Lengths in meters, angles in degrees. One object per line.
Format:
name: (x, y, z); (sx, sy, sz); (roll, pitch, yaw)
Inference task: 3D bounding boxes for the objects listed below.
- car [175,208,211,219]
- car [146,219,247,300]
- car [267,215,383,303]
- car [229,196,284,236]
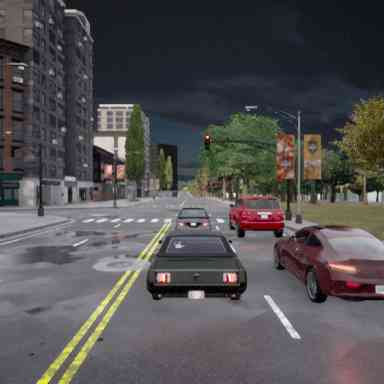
car: (0.060, 1.540, 17.916); (2.033, 1.411, 5.357); (0, 0, 0)
car: (0.081, 1.597, 8.323); (1.895, 1.301, 4.718); (0, 0, 0)
car: (3.334, 1.523, 8.064); (1.812, 1.442, 4.674); (0, 0, 0)
car: (3.309, 1.215, 17.877); (2.150, 2.045, 5.566); (0, 0, 0)
